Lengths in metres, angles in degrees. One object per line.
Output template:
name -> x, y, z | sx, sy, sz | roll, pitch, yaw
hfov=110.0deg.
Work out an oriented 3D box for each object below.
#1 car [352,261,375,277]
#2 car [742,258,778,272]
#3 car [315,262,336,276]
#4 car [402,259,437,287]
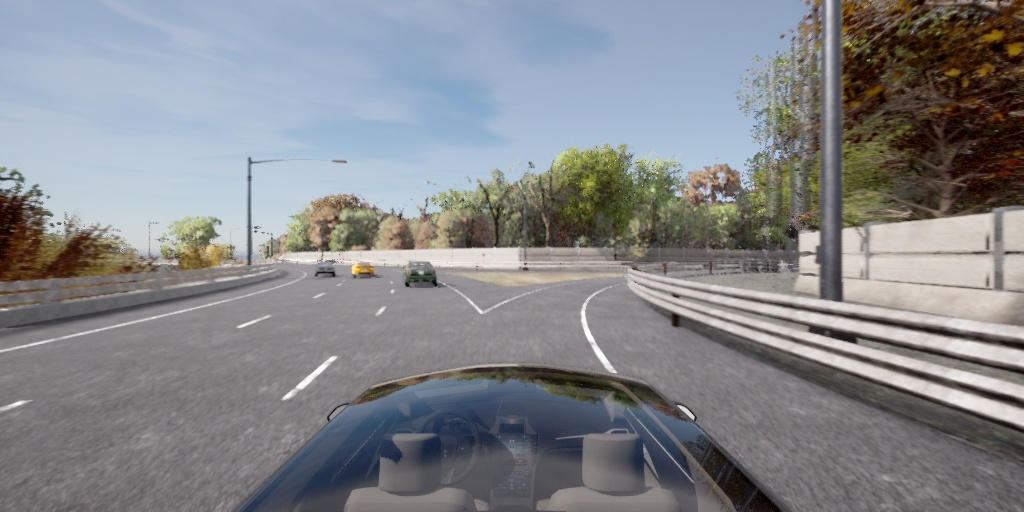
car -> -14.971, 1.236, 36.022 | 1.882, 1.535, 5.008 | 0, 0, -26
car -> 32.071, 1.104, 46.346 | 4.553, 1.767, 2.097 | 0, 0, -23
car -> -19.177, 1.307, 36.888 | 2.033, 1.411, 5.357 | 0, 0, -28
car -> -6.562, 1.107, 25.171 | 2.097, 1.767, 4.553 | 0, 0, -20
